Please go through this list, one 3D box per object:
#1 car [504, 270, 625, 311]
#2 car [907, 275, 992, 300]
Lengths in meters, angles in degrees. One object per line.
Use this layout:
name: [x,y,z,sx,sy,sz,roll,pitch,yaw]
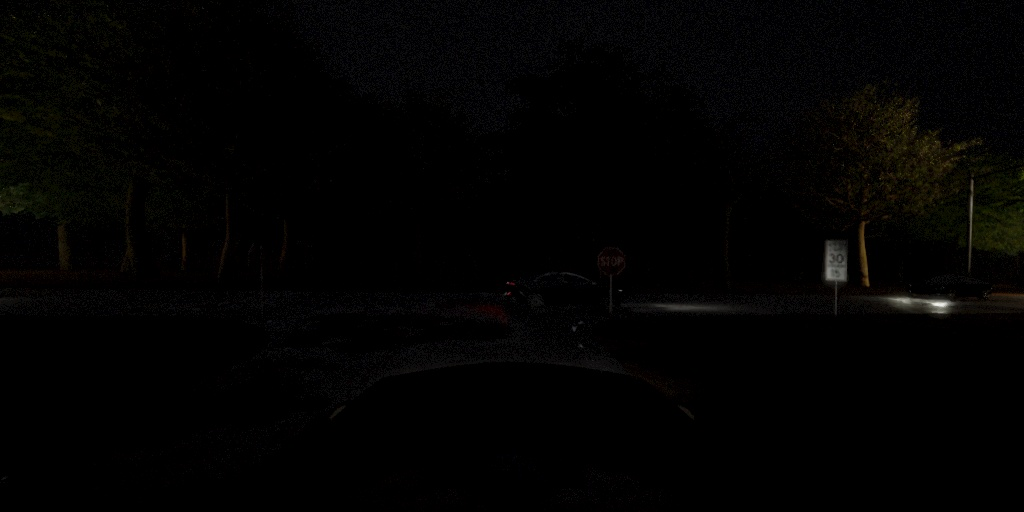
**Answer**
car: [2.144,1.344,14.670,4.902,1.511,2.128,1,1,-9]
car: [27.877,1.952,22.879,5.008,1.535,1.882,2,0,-13]
